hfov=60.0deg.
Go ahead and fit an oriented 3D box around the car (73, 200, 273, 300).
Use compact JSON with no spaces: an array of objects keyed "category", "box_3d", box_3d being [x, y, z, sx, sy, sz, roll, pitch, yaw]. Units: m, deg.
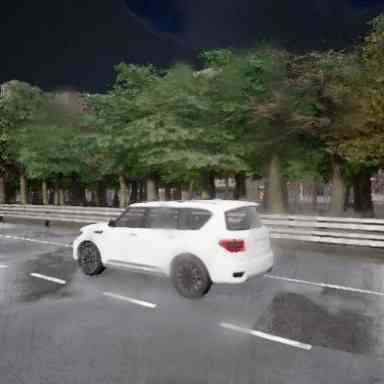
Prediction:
[{"category":"car","box_3d":[-0.709,1.225,8.674,5.566,2.045,2.150,0,0,36]}]
